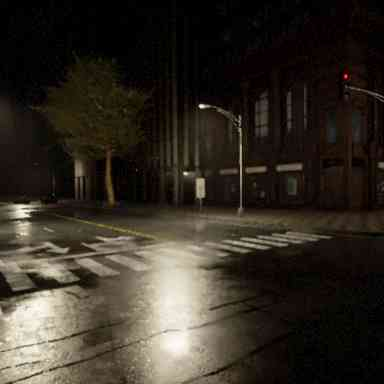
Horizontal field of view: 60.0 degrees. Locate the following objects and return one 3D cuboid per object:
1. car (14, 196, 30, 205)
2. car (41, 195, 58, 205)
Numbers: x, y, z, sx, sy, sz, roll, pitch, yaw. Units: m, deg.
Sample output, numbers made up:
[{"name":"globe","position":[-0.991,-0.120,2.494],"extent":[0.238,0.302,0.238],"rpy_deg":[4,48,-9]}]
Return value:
[{"name":"car","position":[-29.027,1.451,56.724],"extent":[1.994,1.385,4.181],"rpy_deg":[-1,1,-36]},{"name":"car","position":[-23.428,1.337,54.488],"extent":[1.837,1.490,4.892],"rpy_deg":[-1,1,-36]}]
